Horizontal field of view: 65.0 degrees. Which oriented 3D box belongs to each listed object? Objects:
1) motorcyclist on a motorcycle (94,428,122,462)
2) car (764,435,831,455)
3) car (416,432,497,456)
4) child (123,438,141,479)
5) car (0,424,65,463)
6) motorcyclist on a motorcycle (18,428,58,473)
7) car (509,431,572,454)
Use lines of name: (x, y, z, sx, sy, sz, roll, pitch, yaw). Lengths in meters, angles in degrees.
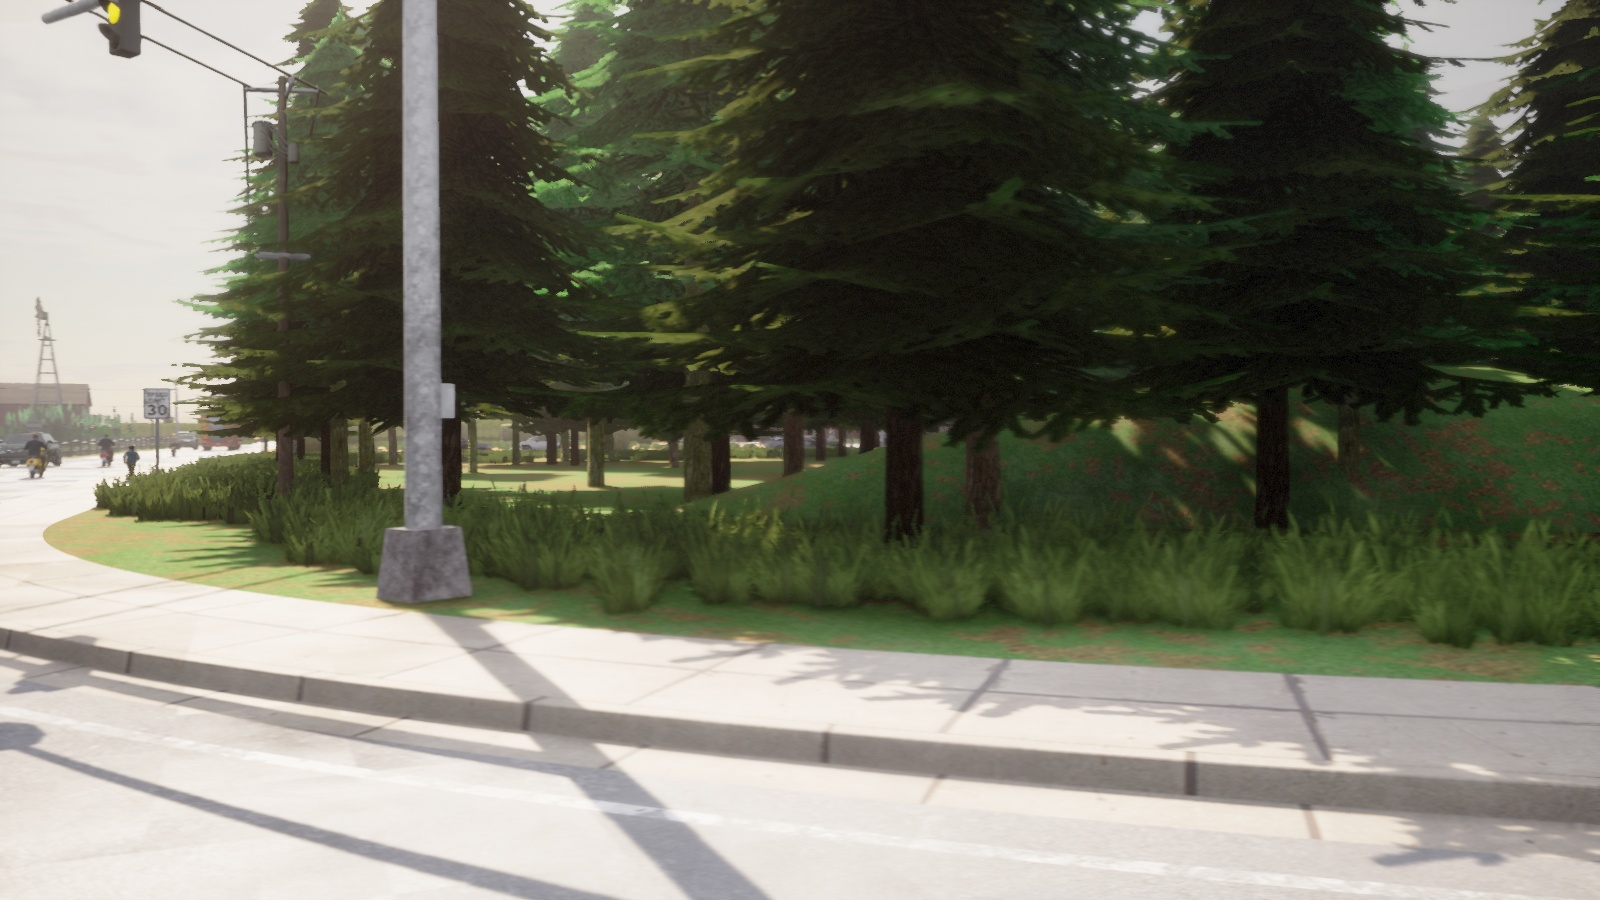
motorcyclist on a motorcycle: (-32.638, -0.241, 59.248, 0.866, 1.590, 1.817, 0, 1, -19)
car: (-0.165, -0.363, 87.021, 4.181, 1.385, 1.994, 0, 1, -23)
car: (-21.346, -0.362, 78.084, 4.674, 1.442, 1.812, 0, 1, -23)
child: (-19.577, 0.243, 36.794, 0.343, 1.192, 0.448, 0, 1, -12)
car: (-36.248, -0.349, 59.039, 2.097, 1.767, 4.553, 0, 1, -20)
motorcyclist on a motorcycle: (-27.109, 0.005, 44.684, 0.866, 1.590, 1.817, 0, 1, -20)
car: (-17.295, -0.485, 83.590, 3.806, 1.475, 1.970, 0, 1, -23)
